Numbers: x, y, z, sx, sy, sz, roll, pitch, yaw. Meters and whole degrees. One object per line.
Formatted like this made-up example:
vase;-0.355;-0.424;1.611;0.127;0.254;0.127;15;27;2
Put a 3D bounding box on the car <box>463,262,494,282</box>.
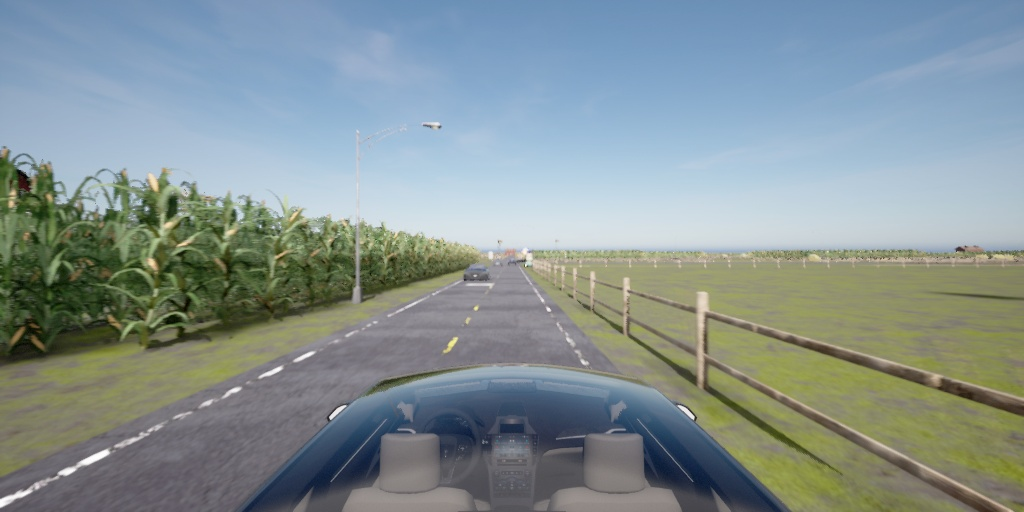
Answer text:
car;-2.840;1.333;29.589;1.994;1.385;4.181;0;0;0
